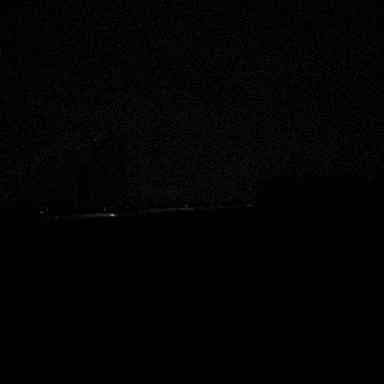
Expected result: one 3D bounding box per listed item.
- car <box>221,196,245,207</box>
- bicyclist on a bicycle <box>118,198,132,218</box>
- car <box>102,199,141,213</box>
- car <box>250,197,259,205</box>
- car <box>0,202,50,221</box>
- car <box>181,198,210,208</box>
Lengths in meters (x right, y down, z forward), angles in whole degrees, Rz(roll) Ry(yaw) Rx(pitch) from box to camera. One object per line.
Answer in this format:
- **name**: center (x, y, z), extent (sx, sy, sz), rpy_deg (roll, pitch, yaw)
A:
- **car**: center (6.256, 1.406, 50.361), extent (1.882, 1.535, 5.008), rpy_deg (-1, -1, 36)
- **bicyclist on a bicycle**: center (-5.672, 1.351, 28.116), extent (1.656, 1.620, 0.582), rpy_deg (0, 0, 35)
- **car**: center (-7.532, 1.493, 35.859), extent (1.812, 1.442, 4.674), rpy_deg (-1, -1, 35)
- **car**: center (11.958, 1.477, 58.540), extent (2.128, 1.511, 4.902), rpy_deg (-1, -1, 35)
- **car**: center (-14.142, 1.540, 26.440), extent (2.033, 1.411, 5.357), rpy_deg (-1, -1, 34)
- **car**: center (0.548, 1.564, 47.268), extent (1.895, 1.301, 4.718), rpy_deg (-1, -1, 35)
